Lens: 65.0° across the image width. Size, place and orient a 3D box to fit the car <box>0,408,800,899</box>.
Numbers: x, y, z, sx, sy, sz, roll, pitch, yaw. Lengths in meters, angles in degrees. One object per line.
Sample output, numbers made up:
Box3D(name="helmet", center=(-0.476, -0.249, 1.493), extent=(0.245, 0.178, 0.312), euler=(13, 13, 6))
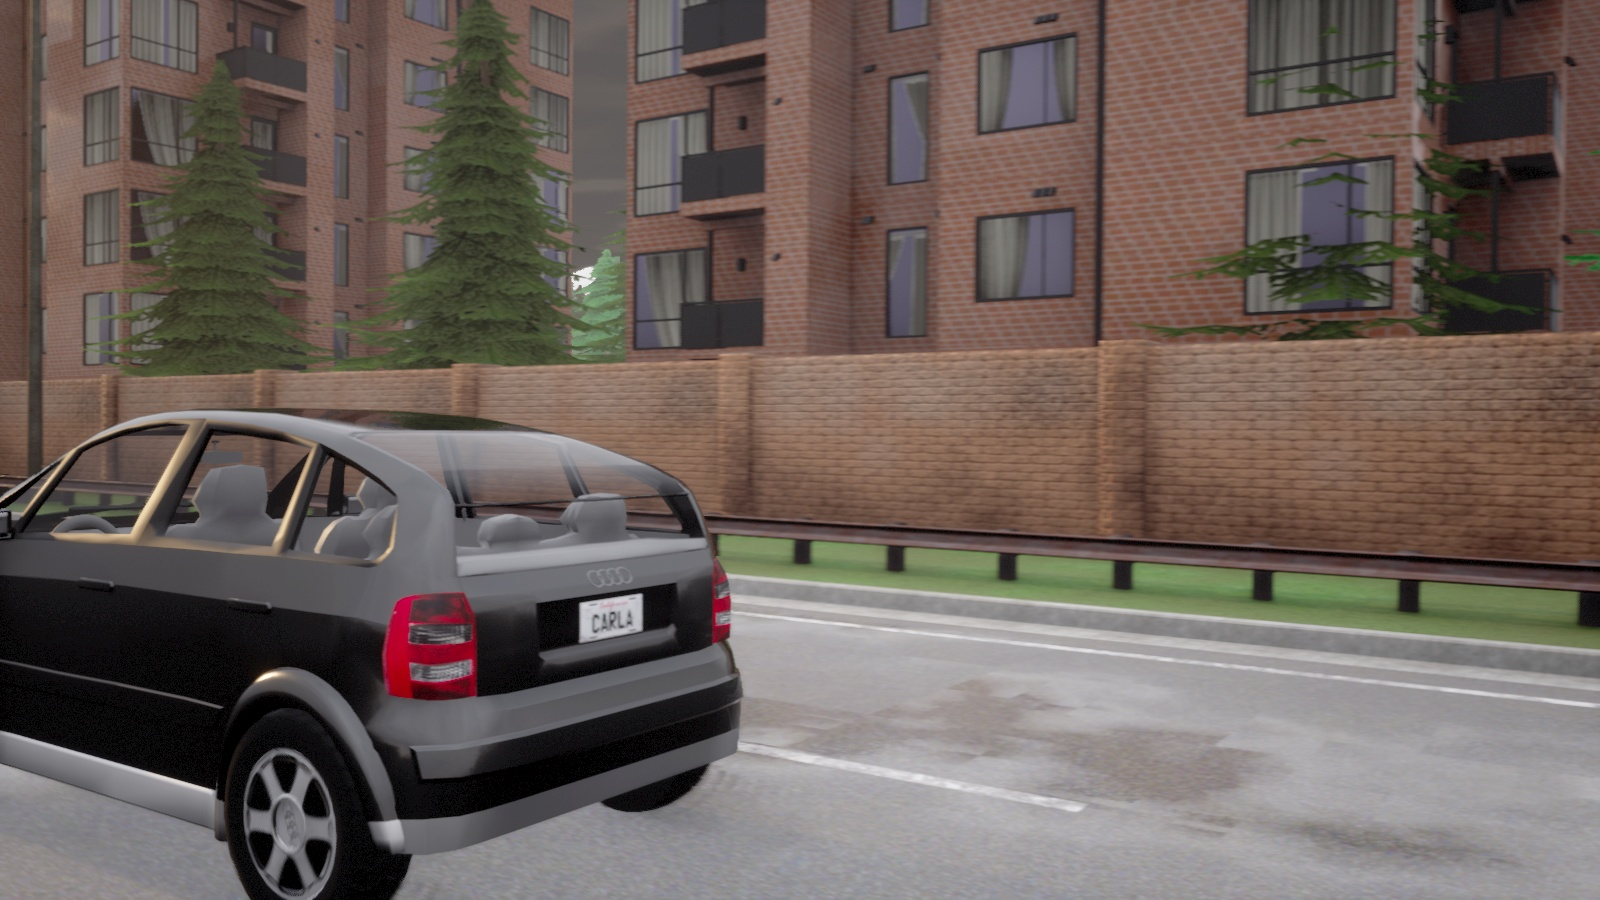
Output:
Box3D(name="car", center=(-2.047, 0.658, 4.983), extent=(3.705, 1.549, 1.789), euler=(0, 1, 34))
